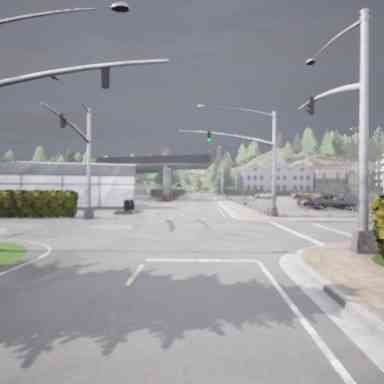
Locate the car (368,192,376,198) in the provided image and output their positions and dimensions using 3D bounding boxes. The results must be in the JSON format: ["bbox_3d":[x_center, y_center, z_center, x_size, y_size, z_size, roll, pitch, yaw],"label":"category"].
[{"bbox_3d":[40.780,0.741,73.844,3.806,1.475,1.970,0,1,1],"label":"car"}]

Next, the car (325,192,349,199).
[{"bbox_3d":[33.840,0.744,77.711,4.514,1.523,2.007,0,1,1],"label":"car"}]

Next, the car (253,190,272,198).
[{"bbox_3d":[15.863,0.479,74.576,3.866,1.878,1.905,0,1,1],"label":"car"}]

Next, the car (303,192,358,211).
[{"bbox_3d":[14.168,1.095,33.893,4.514,1.523,2.007,0,1,1],"label":"car"}]

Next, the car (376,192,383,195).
[{"bbox_3d":[40.916,0.719,67.419,5.027,1.636,2.152,0,1,1],"label":"car"}]

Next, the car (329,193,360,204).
[{"bbox_3d":[22.223,0.977,48.647,3.633,1.501,1.845,0,1,1],"label":"car"}]

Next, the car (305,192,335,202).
[{"bbox_3d":[22.557,0.868,58.634,4.514,1.523,2.007,0,1,1],"label":"car"}]

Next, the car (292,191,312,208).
[{"bbox_3d":[14.208,1.058,37.030,5.027,1.636,2.152,0,1,1],"label":"car"}]

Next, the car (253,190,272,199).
[{"bbox_3d":[15.154,0.789,71.273,3.806,1.475,1.970,0,1,1],"label":"car"}]
